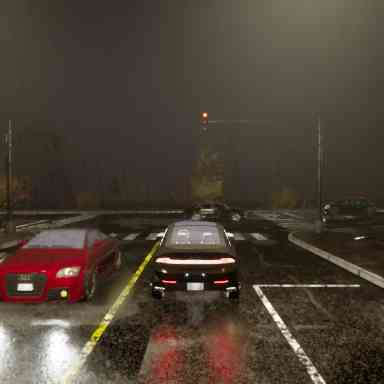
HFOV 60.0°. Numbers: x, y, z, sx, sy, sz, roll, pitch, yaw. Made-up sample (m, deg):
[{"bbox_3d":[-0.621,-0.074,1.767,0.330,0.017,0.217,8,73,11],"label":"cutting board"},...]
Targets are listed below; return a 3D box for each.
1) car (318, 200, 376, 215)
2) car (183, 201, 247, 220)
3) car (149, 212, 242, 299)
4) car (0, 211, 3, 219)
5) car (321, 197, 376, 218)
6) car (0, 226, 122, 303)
[{"bbox_3d":[14.749,1.429,31.811,4.718,1.301,1.895,0,1,-2],"label":"car"},{"bbox_3d":[1.725,1.475,25.240,4.892,1.490,1.837,0,0,1],"label":"car"},{"bbox_3d":[0.083,1.489,8.425,2.128,1.511,4.902,0,0,1],"label":"car"},{"bbox_3d":[-17.203,1.596,25.406,5.008,1.535,1.882,0,1,1],"label":"car"},{"bbox_3d":[13.144,1.232,28.529,4.553,1.767,2.097,0,1,-1],"label":"car"},{"bbox_3d":[-3.056,1.562,8.116,1.994,1.385,4.181,0,0,0],"label":"car"}]
